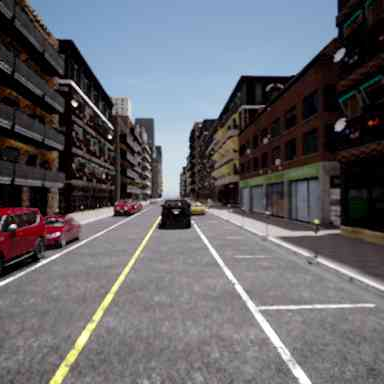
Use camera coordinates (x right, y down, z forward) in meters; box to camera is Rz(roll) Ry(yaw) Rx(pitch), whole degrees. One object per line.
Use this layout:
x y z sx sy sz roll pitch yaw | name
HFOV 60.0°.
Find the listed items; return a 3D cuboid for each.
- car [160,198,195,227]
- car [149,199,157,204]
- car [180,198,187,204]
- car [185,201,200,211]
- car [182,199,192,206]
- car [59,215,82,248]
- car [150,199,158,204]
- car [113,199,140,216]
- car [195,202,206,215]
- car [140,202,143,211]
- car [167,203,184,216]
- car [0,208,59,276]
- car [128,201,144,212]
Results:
-1.210 1.497 25.144 2.150 2.045 5.566 0 0 -3 | car
-10.469 2.548 89.071 2.008 1.369 4.403 0 -1 -3 | car
-2.415 2.526 95.320 1.752 1.417 4.829 0 -1 -3 | car
0.038 2.066 50.129 1.887 1.381 4.507 0 -1 -3 | car
-1.184 2.312 72.639 2.008 1.369 4.403 0 -1 -3 | car
-6.496 1.798 15.912 1.802 1.307 4.206 0 -1 -3 | car
-10.775 2.607 94.699 2.008 1.369 4.403 0 -1 -3 | car
-7.719 1.774 38.425 2.192 1.841 5.009 0 -1 -3 | car
0.640 1.928 39.044 1.752 1.417 4.829 0 -1 -3 | car
-8.025 1.959 44.051 1.967 1.590 4.097 0 -1 -3 | car
-2.010 2.032 39.899 1.895 1.301 4.718 0 -1 -3 | car
-6.191 1.471 10.287 2.192 1.841 5.009 0 -1 -3 | car
-8.330 2.124 49.679 1.887 1.381 4.507 0 -1 -3 | car
